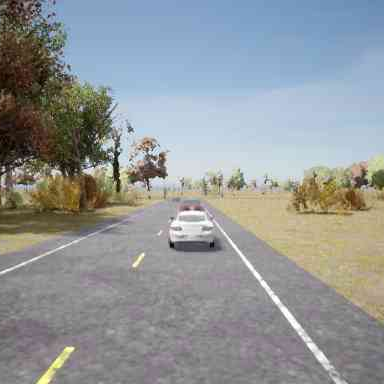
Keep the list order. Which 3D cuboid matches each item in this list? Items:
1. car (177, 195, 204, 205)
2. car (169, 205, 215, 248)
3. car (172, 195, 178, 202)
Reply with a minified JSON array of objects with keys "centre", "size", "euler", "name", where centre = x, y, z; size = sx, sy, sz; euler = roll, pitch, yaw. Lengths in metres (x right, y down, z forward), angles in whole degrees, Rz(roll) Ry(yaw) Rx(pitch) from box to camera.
[{"centre":[0.000,1.351,29.622],"size":[2.097,1.767,4.553],"euler":[0,0,0],"name":"car"},{"centre":[0.000,1.526,14.651],"size":[1.812,1.442,4.674],"euler":[0,0,0],"name":"car"},{"centre":[-3.500,1.429,75.929],"size":[2.128,1.511,4.902],"euler":[0,0,0],"name":"car"}]
